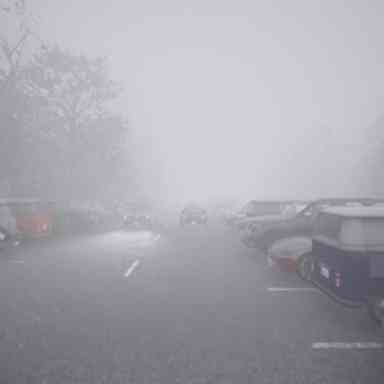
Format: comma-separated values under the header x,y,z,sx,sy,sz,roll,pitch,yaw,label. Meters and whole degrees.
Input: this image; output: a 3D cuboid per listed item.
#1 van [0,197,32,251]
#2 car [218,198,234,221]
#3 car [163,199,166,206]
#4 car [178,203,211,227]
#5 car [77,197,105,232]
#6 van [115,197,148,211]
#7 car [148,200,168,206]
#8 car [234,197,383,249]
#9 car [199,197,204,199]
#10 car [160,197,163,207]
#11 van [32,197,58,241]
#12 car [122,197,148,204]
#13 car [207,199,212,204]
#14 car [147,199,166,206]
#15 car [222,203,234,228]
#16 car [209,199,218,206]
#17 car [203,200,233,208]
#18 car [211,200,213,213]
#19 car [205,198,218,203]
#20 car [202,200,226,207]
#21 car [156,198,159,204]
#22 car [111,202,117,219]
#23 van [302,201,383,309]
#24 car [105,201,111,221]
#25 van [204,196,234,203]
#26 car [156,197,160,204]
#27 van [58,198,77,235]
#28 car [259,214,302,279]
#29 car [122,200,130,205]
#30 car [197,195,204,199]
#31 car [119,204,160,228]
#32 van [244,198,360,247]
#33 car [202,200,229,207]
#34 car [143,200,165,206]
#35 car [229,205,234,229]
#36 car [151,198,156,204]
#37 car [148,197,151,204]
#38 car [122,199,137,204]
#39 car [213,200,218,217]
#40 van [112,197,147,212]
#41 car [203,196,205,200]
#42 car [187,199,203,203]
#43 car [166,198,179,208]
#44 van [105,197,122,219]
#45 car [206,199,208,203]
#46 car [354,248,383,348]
x,y,z,sx,sy,sz,roll,pitch,yaw,label
-8.426,1.241,11.782,4.442,1.987,1.878,0,0,0,van
4.567,1.531,25.646,4.553,1.767,2.185,0,-1,0,car
-8.580,2.061,67.306,5.566,2.045,2.435,0,-1,0,car
0.131,1.747,24.176,1.895,1.301,4.718,1,0,0,car
-8.515,1.329,20.101,5.566,2.045,2.435,0,-1,0,car
-8.665,1.736,47.925,4.442,1.987,1.878,0,-1,0,van
-8.549,2.682,83.793,5.008,1.535,2.097,0,-1,0,car
4.509,1.216,11.768,5.566,2.045,2.435,0,-1,0,car
4.344,2.131,58.947,5.366,1.575,1.946,0,-1,0,car
-8.523,2.280,64.531,4.792,1.488,2.163,0,-1,0,car
-8.659,1.281,14.685,4.442,1.987,1.878,0,-1,0,van
-8.519,1.597,39.616,5.566,2.045,2.435,0,-1,0,car
4.719,1.806,36.747,5.366,1.575,1.946,0,-1,0,car
-8.585,2.494,81.025,4.553,1.767,2.185,0,-1,0,car
4.542,1.581,20.092,5.008,1.535,2.097,0,-1,0,car
4.528,1.772,33.972,4.892,1.521,2.231,0,-1,0,car
4.715,2.185,61.599,5.366,1.575,1.946,0,-1,0,car
4.541,1.734,31.196,4.892,1.521,2.231,0,-1,0,car
4.561,1.953,45.075,4.792,1.488,2.163,0,-1,0,car
4.521,2.376,70.046,4.892,1.521,2.231,0,-1,0,car
-8.579,2.114,56.228,4.792,1.488,2.163,0,-1,0,car
-8.542,1.698,25.762,4.674,1.452,2.002,0,-1,0,car
4.655,1.239,6.231,4.442,1.987,1.878,0,0,0,van
-8.538,1.620,22.992,5.008,1.535,2.097,0,-1,0,car
4.415,1.735,47.854,4.442,1.987,1.878,0,-1,0,van
-8.579,2.162,58.867,4.792,1.488,2.163,0,-1,0,car
-8.660,1.317,17.330,4.442,1.987,1.878,0,-1,0,van
4.509,1.488,9.014,4.792,1.488,2.163,0,0,0,car
-8.548,1.773,31.176,4.674,1.452,2.002,0,-1,0,car
4.498,2.248,75.603,5.566,2.045,2.435,0,-1,0,car
-3.603,1.740,23.681,1.895,1.301,4.718,0,-1,0,car
4.654,1.279,14.543,4.442,1.987,1.878,0,-1,0,van
4.714,2.309,67.271,5.366,1.575,1.946,0,-1,0,car
-8.550,2.539,75.607,4.674,1.452,2.002,0,-1,0,car
4.534,1.583,17.315,4.674,1.452,2.002,0,-1,0,car
-8.554,2.000,50.691,5.008,1.535,2.097,0,-1,0,car
-8.519,1.635,42.386,5.566,2.045,2.435,0,-1,0,car
-8.540,1.772,34.072,5.008,1.535,2.097,0,-1,0,car
4.720,1.692,28.420,5.366,1.575,1.946,0,-1,0,car
-8.431,1.698,45.155,4.442,1.987,1.878,0,-1,0,van
4.499,1.914,53.402,4.553,1.767,2.185,0,-1,0,car
0.094,1.890,40.936,1.837,1.490,4.892,0,-1,0,car
-3.524,2.380,64.963,1.895,1.301,4.718,0,-1,0,car
-8.662,1.469,28.410,4.442,1.987,1.878,0,-1,0,van
4.562,1.915,42.299,4.792,1.488,2.163,0,-1,0,car
4.537,1.512,3.456,4.674,1.452,2.002,0,0,0,car
